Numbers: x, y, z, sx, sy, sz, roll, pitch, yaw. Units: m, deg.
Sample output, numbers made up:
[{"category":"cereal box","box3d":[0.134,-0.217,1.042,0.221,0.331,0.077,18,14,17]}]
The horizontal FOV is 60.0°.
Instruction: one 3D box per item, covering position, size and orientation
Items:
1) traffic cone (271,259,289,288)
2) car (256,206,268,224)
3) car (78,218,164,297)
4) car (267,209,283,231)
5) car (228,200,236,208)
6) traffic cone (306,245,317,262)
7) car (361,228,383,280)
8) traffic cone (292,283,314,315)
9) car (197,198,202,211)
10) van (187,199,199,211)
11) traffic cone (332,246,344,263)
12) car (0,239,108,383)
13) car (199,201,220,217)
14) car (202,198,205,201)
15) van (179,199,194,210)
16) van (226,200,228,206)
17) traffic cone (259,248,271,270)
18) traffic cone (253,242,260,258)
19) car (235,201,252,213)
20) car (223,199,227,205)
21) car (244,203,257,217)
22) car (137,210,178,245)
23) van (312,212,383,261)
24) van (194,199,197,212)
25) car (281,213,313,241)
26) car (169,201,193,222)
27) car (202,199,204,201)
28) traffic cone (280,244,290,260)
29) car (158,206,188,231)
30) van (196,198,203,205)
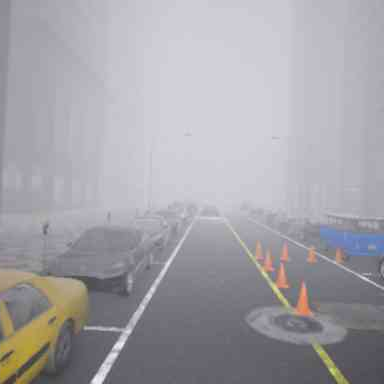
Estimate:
[{"category":"traffic cone","box3d":[2.353,2.166,8.737,0.340,0.580,0.340,2,-1,3]},{"category":"car","box3d":[7.511,2.267,30.867,2.008,1.369,4.403,2,-1,3]},{"category":"car","box3d":[-2.119,1.582,8.764,1.947,1.339,4.313,2,-1,3]},{"category":"car","box3d":[7.229,2.213,25.238,1.802,1.307,4.206,2,-1,3]},{"category":"car","box3d":[9.764,2.943,76.066,1.752,1.417,4.829,2,-1,3]},{"category":"traffic cone","box3d":[4.548,2.310,12.631,0.340,0.580,0.340,2,-1,3]},{"category":"car","box3d":[6.389,1.933,8.352,2.008,1.369,4.403,2,-1,3]},{"category":"traffic cone","box3d":[2.254,2.137,6.739,0.340,0.580,0.340,2,-1,3]},{"category":"car","box3d":[-0.145,1.922,48.170,2.192,1.841,5.009,2,-1,3]},{"category":"van","box3d":[0.135,2.035,53.799,1.690,1.788,3.998,2,-1,3]},{"category":"traffic cone","box3d":[5.546,2.353,12.580,0.340,0.580,0.340,2,-1,3]},{"category":"car","box3d":[-2.406,1.457,2.966,1.752,1.417,4.829,2,-1,3]},{"category":"car","box3d":[2.116,2.140,38.240,1.994,1.385,4.181,2,-1,3]},{"category":"car","box3d":[1.527,2.704,81.941,1.947,1.339,4.313,2,-1,3]},{"category":"van","box3d":[-0.987,1.691,31.284,1.690,1.788,3.998,2,-1,3]},{"category":"van","box3d":[10.044,2.846,81.527,1.690,1.788,3.998,2,-1,3]},{"category":"traffic cone","box3d":[2.453,2.195,10.734,0.340,0.580,0.340,2,-1,3]},{"category":"traffic cone","box3d":[2.552,2.225,12.731,0.340,0.580,0.340,2,-1,3]},{"category":"car","box3d":[8.643,2.375,53.384,2.192,1.841,5.009,2,-1,3]},{"category":"car","box3d":[10.600,3.126,92.783,1.967,1.590,4.097,2,-1,3]},{"category":"car","box3d":[8.073,2.431,42.124,1.887,1.381,4.507,2,-1,3]},{"category":"car","box3d":[-1.839,1.680,14.394,1.802,1.307,4.206,2,-1,3]},{"category":"van","box3d":[6.678,1.805,13.984,1.690,1.788,3.998,2,-1,3]},{"category":"van","box3d":[-0.707,1.776,36.913,1.690,1.788,3.998,2,-1,3]},{"category":"car","box3d":[6.950,2.098,19.610,2.008,1.369,4.403,2,-1,3]},{"category":"car","box3d":[-1.272,1.705,25.654,1.967,1.590,4.097,2,-1,3]},{"category":"car","box3d":[0.968,2.503,70.683,1.887,1.381,4.507,2,-1,3]},{"category":"traffic cone","box3d":[3.550,2.268,12.681,0.340,0.580,0.340,2,-1,3]},{"category":"car","box3d":[-1.558,1.747,20.023,1.947,1.339,4.313,2,-1,3]},{"category":"van","box3d":[2.097,2.661,93.202,1.690,1.788,3.998,2,-1,3]}]
